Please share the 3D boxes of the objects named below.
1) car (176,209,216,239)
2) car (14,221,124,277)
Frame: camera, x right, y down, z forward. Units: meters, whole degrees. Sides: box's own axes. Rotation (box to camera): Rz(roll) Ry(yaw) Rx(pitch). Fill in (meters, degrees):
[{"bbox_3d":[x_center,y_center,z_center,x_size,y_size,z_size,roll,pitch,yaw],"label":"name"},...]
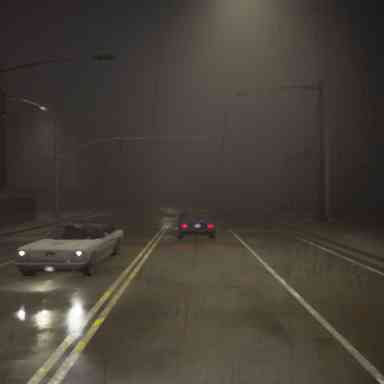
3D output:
[{"bbox_3d":[0.153,1.597,17.657,2.033,1.411,5.357,0,0,-2],"label":"car"},{"bbox_3d":[-3.551,1.630,10.524,1.895,1.301,4.718,0,0,0],"label":"car"}]
